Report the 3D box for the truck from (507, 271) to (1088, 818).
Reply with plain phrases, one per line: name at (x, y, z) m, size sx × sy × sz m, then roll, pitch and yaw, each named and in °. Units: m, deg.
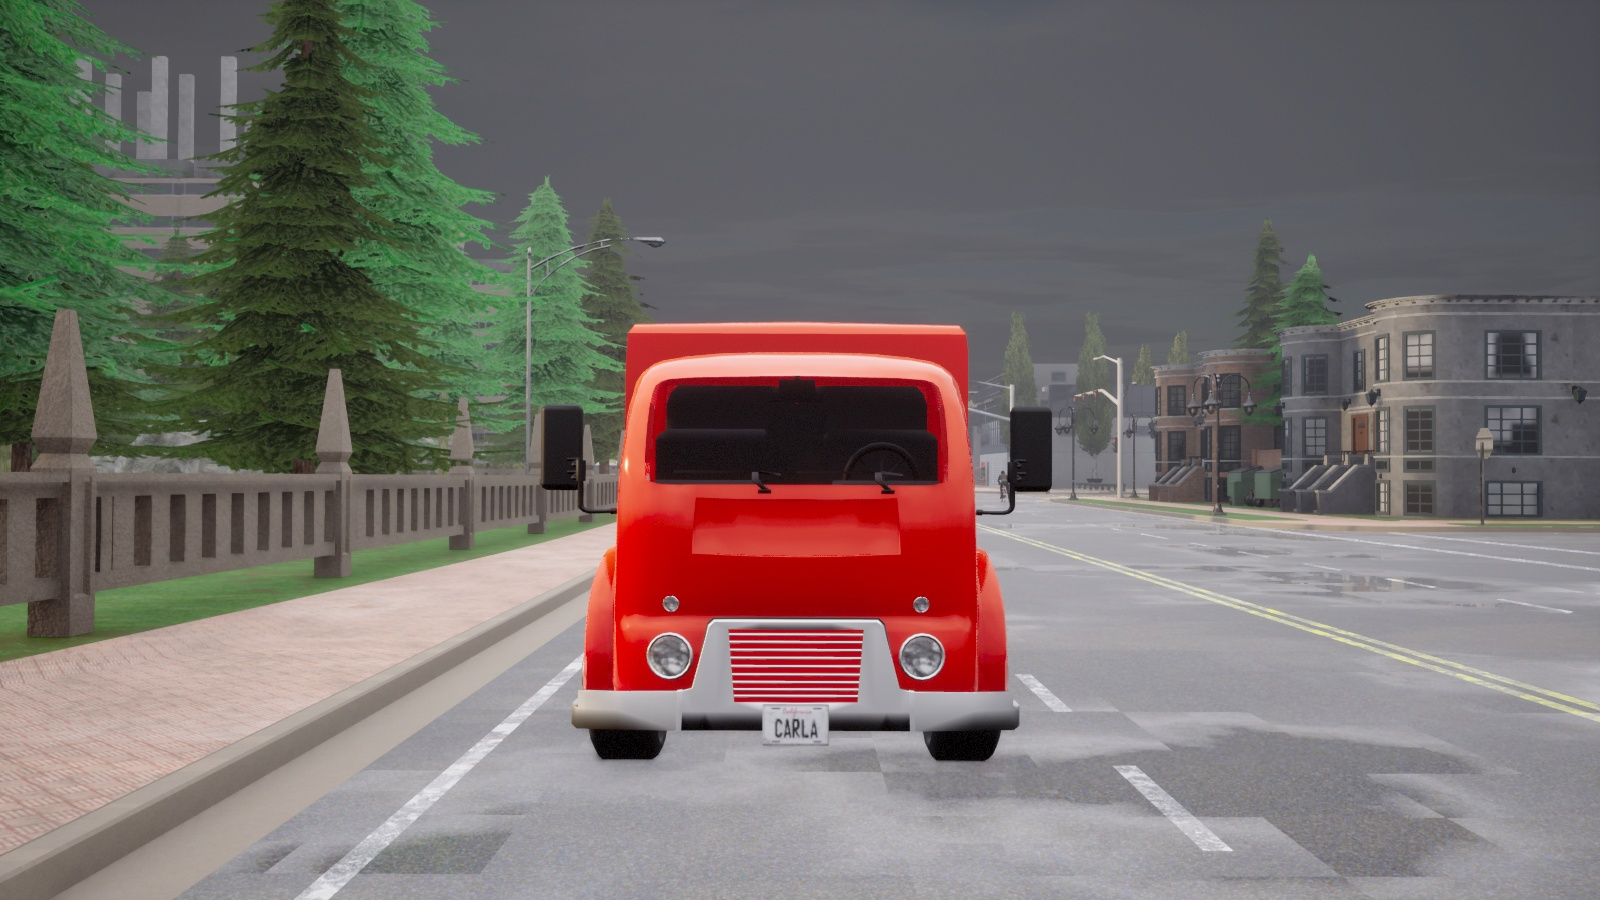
truck at (-0.023, 0.467, 8.305) m, size 2.627 × 2.467 × 5.204 m, roll 0°, pitch -1°, yaw 0°
